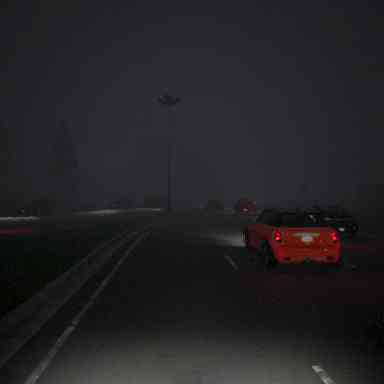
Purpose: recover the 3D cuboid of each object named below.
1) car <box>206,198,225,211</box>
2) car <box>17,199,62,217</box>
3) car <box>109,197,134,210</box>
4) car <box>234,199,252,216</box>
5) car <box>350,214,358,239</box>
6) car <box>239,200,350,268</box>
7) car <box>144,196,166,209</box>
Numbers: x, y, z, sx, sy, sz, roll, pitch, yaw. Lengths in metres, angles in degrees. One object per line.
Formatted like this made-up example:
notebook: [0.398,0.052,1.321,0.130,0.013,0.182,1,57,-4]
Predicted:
car: [2.753,1.392,39.046,1.812,1.442,4.674,0,0,9]
car: [-14.107,1.419,30.995,1.837,1.490,4.892,0,0,10]
car: [-8.705,1.364,41.497,2.128,1.511,4.902,0,0,10]
car: [4.999,1.367,31.157,1.882,1.535,5.008,0,0,9]
car: [6.693,1.426,17.008,2.128,1.511,4.902,0,0,2]
car: [3.130,1.310,11.276,2.097,1.767,4.553,0,0,-1]
car: [-4.794,1.367,43.596,1.837,1.490,4.892,0,0,10]
